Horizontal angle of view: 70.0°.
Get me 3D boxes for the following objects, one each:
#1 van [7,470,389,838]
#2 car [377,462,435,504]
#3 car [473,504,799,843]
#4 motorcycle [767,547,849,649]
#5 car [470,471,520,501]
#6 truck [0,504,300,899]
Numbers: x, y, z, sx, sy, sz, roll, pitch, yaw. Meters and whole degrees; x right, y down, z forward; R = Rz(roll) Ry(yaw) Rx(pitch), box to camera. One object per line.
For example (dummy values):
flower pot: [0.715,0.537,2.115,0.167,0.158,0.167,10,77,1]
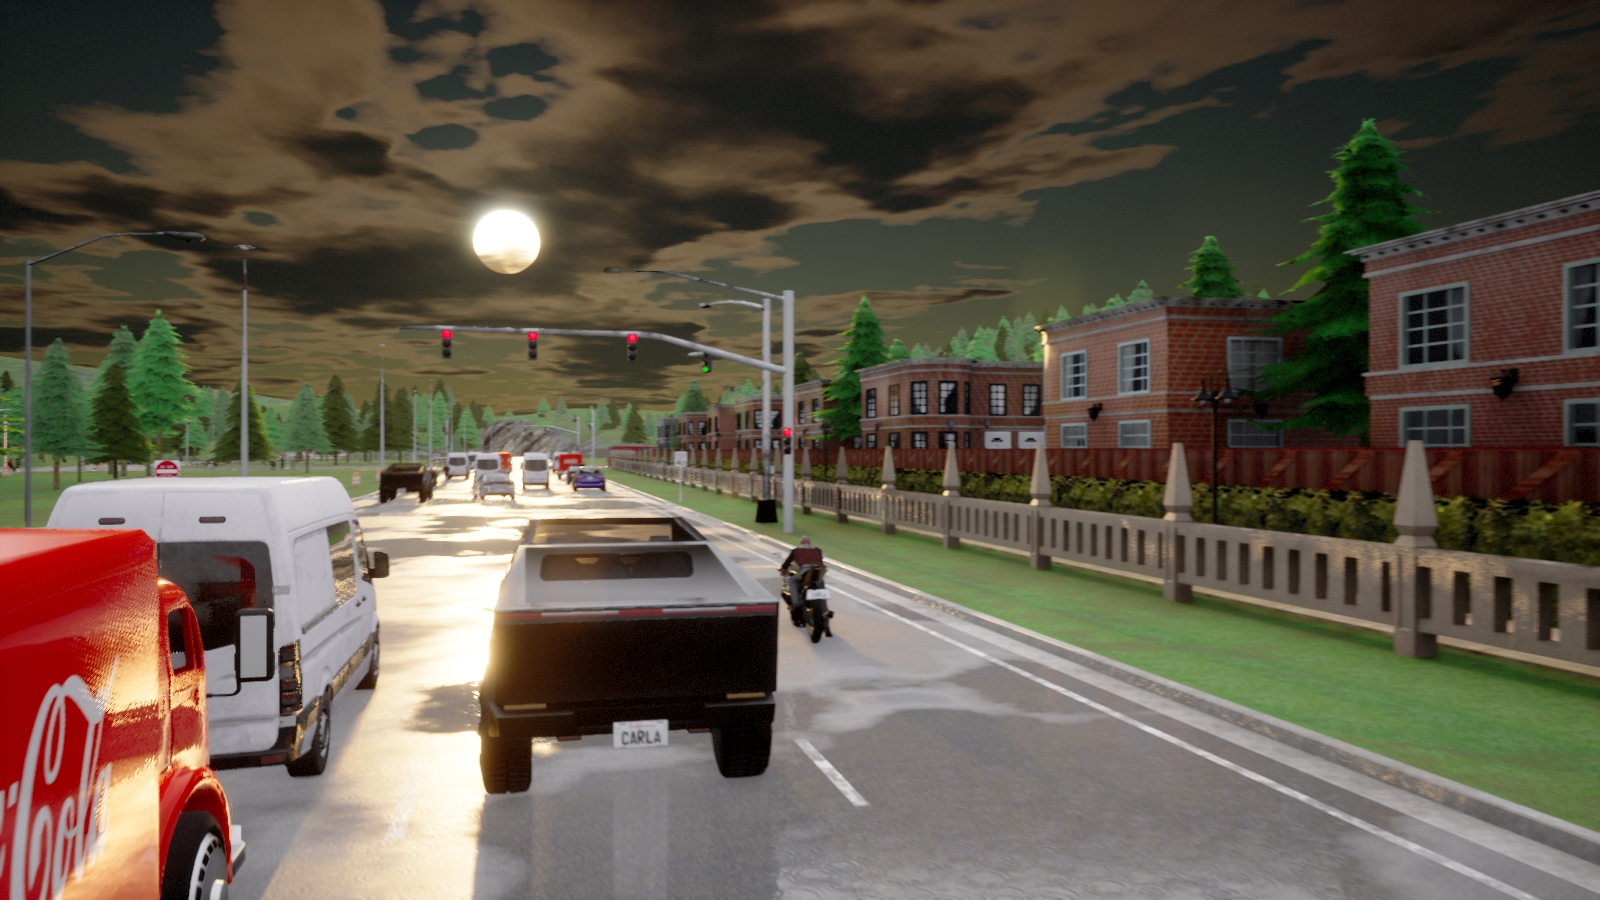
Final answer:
van: [-5.495,1.535,11.407,1.988,2.561,5.915,0,0,-14]
car: [-21.366,1.757,62.175,2.390,2.098,6.274,0,0,-14]
car: [-1.907,1.753,11.477,2.390,2.098,6.274,0,0,-14]
motorcycle: [0.084,2.204,17.441,0.867,1.251,2.209,0,0,-10]
car: [-17.470,2.036,65.203,2.097,1.535,5.006,0,0,-23]
truck: [-3.755,1.567,4.244,2.627,2.467,5.204,0,0,-14]
